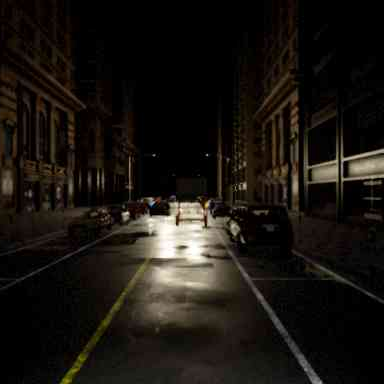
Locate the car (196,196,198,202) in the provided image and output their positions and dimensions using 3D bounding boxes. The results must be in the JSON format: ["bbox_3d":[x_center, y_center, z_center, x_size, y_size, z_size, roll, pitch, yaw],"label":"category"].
[{"bbox_3d":[2.662,2.163,81.476,1.947,1.339,4.313,0,0,0],"label":"car"}]

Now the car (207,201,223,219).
[{"bbox_3d":[2.724,1.769,30.908,2.008,1.369,4.403,0,0,0],"label":"car"}]

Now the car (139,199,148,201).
[{"bbox_3d":[-5.808,1.803,36.505,1.887,1.381,4.507,0,0,0],"label":"car"}]

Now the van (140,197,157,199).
[{"bbox_3d":[-5.815,1.640,42.125,1.690,1.788,3.998,0,0,0],"label":"van"}]

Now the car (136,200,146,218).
[{"bbox_3d":[-5.801,1.761,30.887,1.887,1.381,4.507,0,0,0],"label":"car"}]

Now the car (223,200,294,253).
[{"bbox_3d":[2.745,1.412,14.054,2.192,1.841,5.009,0,0,0],"label":"car"}]

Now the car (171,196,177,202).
[{"bbox_3d":[-5.877,2.267,92.687,1.802,1.307,4.206,0,0,0],"label":"car"}]

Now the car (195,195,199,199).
[{"bbox_3d":[2.648,2.126,92.714,1.967,1.590,4.097,0,0,0],"label":"car"}]

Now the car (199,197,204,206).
[{"bbox_3d":[2.690,2.006,59.001,1.802,1.307,4.206,0,0,0],"label":"car"}]

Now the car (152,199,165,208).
[{"bbox_3d":[-5.835,1.947,58.808,1.752,1.417,4.829,0,0,0],"label":"car"}]

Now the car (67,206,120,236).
[{"bbox_3d":[-5.787,1.660,19.480,1.752,1.417,4.829,0,0,0],"label":"car"}]

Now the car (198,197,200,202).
[{"bbox_3d":[2.683,2.048,64.619,1.802,1.307,4.206,0,0,0],"label":"car"}]

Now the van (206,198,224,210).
[{"bbox_3d":[2.717,1.600,36.528,1.690,1.788,3.998,0,0,0],"label":"van"}]

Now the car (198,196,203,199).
[{"bbox_3d":[2.675,2.035,70.408,1.752,1.417,4.829,0,0,0],"label":"car"}]

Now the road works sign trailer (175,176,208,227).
[{"bbox_3d":[-0.031,0.634,24.279,2.380,3.560,2.880,0,0,0],"label":"road works sign trailer"}]

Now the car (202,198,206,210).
[{"bbox_3d":[2.703,1.868,47.934,1.752,1.417,4.829,0,0,0],"label":"car"}]

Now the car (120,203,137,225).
[{"bbox_3d":[-5.795,1.727,25.274,2.008,1.369,4.403,0,0,0],"label":"car"}]

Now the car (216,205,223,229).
[{"bbox_3d":[2.738,1.688,19.671,2.008,1.369,4.403,0,0,0],"label":"car"}]

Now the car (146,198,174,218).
[{"bbox_3d":[-3.139,1.714,33.513,1.882,1.535,5.008,0,0,0],"label":"car"}]

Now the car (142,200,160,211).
[{"bbox_3d":[-5.822,1.891,47.741,2.008,1.369,4.403,0,0,0],"label":"car"}]
